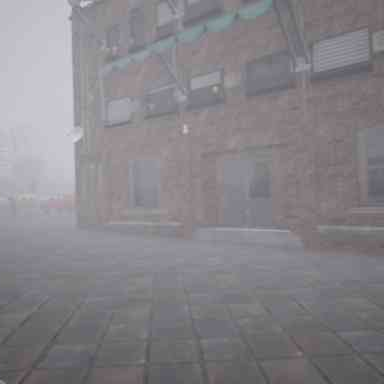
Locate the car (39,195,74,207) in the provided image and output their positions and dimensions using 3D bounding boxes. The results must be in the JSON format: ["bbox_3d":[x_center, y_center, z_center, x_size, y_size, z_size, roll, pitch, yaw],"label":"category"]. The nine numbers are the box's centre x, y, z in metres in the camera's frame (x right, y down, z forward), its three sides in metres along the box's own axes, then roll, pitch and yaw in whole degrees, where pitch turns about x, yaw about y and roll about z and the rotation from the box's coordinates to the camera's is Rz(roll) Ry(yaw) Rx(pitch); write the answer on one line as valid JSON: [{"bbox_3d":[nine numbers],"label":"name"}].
[{"bbox_3d":[-20.314,1.317,49.917,4.674,1.452,2.002,-2,2,24],"label":"car"}]

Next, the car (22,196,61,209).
[{"bbox_3d":[-21.430,1.439,47.362,4.892,1.521,2.231,-2,2,24],"label":"car"}]

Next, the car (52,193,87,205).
[{"bbox_3d":[-19.246,1.123,52.356,4.892,1.521,2.231,-2,2,24],"label":"car"}]

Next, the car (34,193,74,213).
[{"bbox_3d":[-13.413,1.127,34.980,5.566,2.045,2.435,-2,2,24],"label":"car"}]
